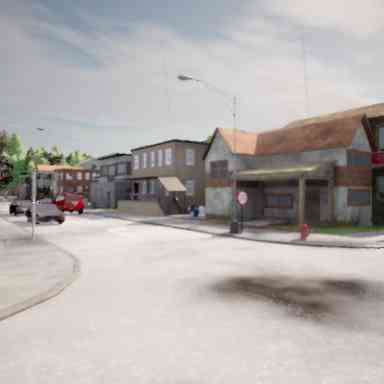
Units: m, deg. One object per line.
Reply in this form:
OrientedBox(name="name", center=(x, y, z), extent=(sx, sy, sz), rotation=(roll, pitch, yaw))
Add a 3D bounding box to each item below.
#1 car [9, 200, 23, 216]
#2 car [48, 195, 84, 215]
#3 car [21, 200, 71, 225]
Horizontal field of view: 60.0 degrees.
OrientedBox(name="car", center=(-16.893, 1.545, 33.067), extent=(2.128, 1.511, 4.902), rotation=(0, 0, -35))
OrientedBox(name="car", center=(-13.022, 1.295, 34.840), extent=(2.150, 2.045, 5.566), rotation=(0, 0, -35))
OrientedBox(name="car", center=(-10.901, 1.593, 24.591), extent=(2.033, 1.411, 5.357), rotation=(0, 0, -35))
